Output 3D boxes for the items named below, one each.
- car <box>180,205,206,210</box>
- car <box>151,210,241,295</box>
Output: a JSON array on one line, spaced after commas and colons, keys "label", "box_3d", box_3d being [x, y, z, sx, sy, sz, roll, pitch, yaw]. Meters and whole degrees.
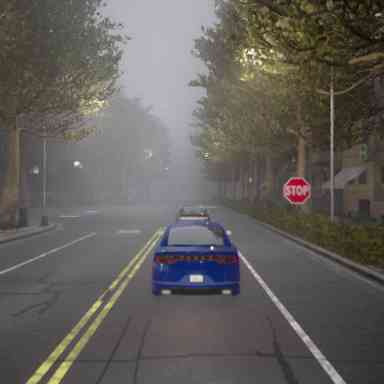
[{"label": "car", "box_3d": [0.052, 1.487, 18.605, 2.128, 1.511, 4.902, 0, 0, 0]}, {"label": "car", "box_3d": [0.080, 1.475, 8.744, 1.882, 1.535, 5.008, 0, 0, 0]}]
